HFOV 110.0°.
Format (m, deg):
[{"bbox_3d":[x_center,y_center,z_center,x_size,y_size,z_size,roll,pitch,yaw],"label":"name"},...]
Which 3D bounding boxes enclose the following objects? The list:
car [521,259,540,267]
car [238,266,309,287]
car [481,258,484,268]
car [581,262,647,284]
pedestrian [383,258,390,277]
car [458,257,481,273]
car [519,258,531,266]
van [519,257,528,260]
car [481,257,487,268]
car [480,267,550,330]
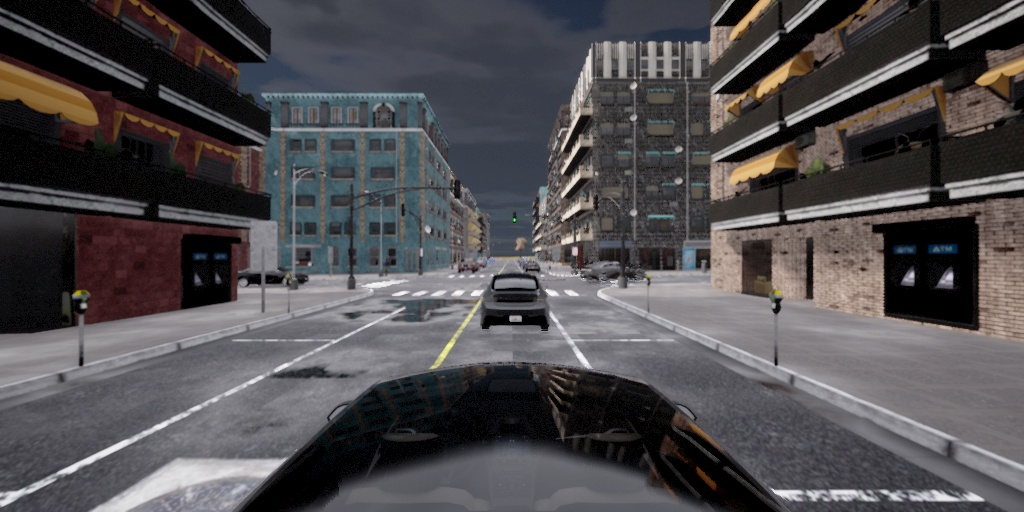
[{"bbox_3d":[2.477,1.348,44.091,1.948,1.339,4.313,0,0,0],"label":"car"},{"bbox_3d":[-17.700,1.448,26.479,5.008,1.535,1.882,-1,0,0],"label":"car"},{"bbox_3d":[-5.415,1.330,49.626,1.888,1.381,4.507,0,0,0],"label":"car"},{"bbox_3d":[7.411,1.149,26.045,4.902,1.511,2.128,-1,-1,-13],"label":"car"},{"bbox_3d":[-12.220,1.065,34.811,0.375,1.860,0.375,0,1,0],"label":"pedestrian"},{"bbox_3d":[-5.404,1.097,44.074,2.192,1.841,5.009,0,0,0],"label":"car"},{"bbox_3d":[2.454,1.369,55.195,1.802,1.307,4.207,0,0,0],"label":"car"},{"bbox_3d":[2.442,1.129,60.747,1.690,1.789,3.998,0,0,0],"label":"van"},{"bbox_3d":[-5.438,1.334,60.730,1.888,1.381,4.507,0,0,0],"label":"car"},{"bbox_3d":[0.079,1.265,11.109,1.837,1.490,4.892,0,0,0],"label":"car"}]
